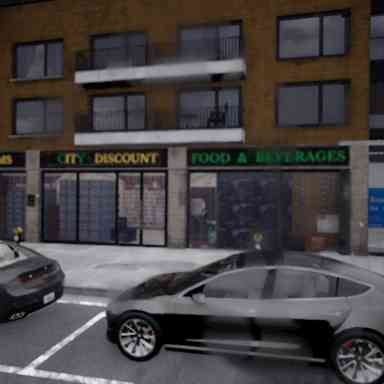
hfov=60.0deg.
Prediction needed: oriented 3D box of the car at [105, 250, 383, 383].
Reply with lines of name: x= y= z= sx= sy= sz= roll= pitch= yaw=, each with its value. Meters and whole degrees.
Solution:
car: x=0.889 y=1.574 z=4.887 sx=4.313 sy=1.339 sz=1.947 roll=0 pitch=1 yaw=13

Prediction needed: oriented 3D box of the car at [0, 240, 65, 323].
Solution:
car: x=-4.556 y=1.559 z=6.134 sx=4.403 sy=1.369 sz=2.008 roll=0 pitch=1 yaw=13
